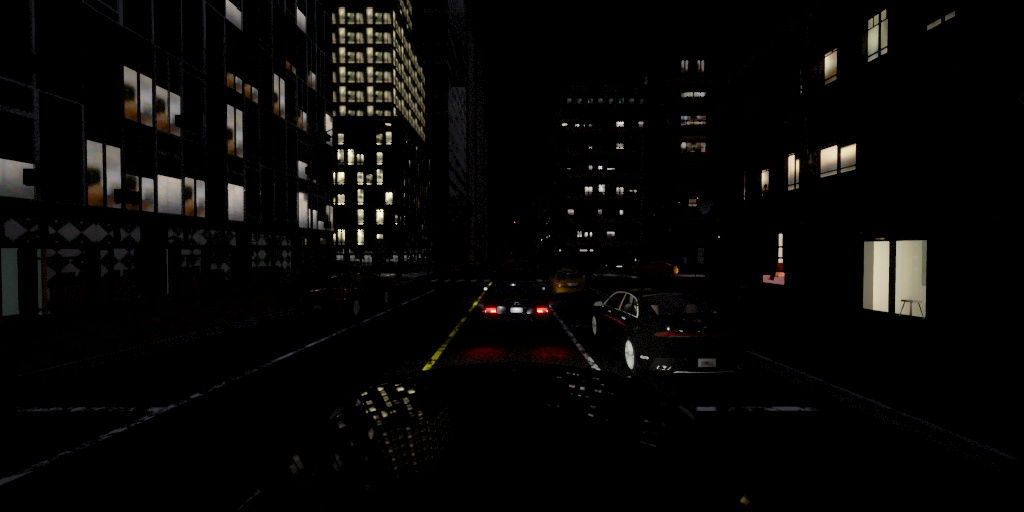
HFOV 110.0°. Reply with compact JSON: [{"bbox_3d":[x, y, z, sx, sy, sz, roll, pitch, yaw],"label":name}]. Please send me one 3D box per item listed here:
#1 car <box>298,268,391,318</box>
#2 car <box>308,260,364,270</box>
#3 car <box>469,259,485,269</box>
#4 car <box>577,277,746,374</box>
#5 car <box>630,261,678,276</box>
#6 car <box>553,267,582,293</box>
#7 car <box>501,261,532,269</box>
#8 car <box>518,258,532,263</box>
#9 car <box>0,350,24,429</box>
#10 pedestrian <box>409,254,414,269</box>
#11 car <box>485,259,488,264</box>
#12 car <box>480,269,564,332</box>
[{"bbox_3d":[-5.843,1.292,13.020,1.888,1.381,4.507,0,0,0],"label":"car"},{"bbox_3d":[-17.646,1.108,36.402,5.008,1.535,1.882,0,1,-1],"label":"car"},{"bbox_3d":[-5.791,1.263,56.392,1.751,1.417,4.829,0,0,0],"label":"car"},{"bbox_3d":[2.807,1.299,7.333,2.007,1.370,4.403,0,0,0],"label":"car"},{"bbox_3d":[15.452,1.336,39.196,5.008,1.535,1.882,0,1,1],"label":"car"},{"bbox_3d":[2.787,1.271,18.792,1.751,1.417,4.829,0,0,0],"label":"car"},{"bbox_3d":[0.057,1.249,21.193,1.837,1.490,4.892,0,0,0],"label":"car"},{"bbox_3d":[2.579,1.288,62.231,2.007,1.370,4.403,0,0,0],"label":"car"},{"bbox_3d":[-5.796,1.300,1.730,2.007,1.370,4.403,0,0,0],"label":"car"},{"bbox_3d":[-12.628,0.669,45.066,0.375,1.860,0.375,0,0,1],"label":"pedestrian"},{"bbox_3d":[-5.802,1.303,62.216,1.948,1.339,4.313,0,0,0],"label":"car"},{"bbox_3d":[0.085,1.295,10.770,2.033,1.411,5.357,0,0,0],"label":"car"}]
